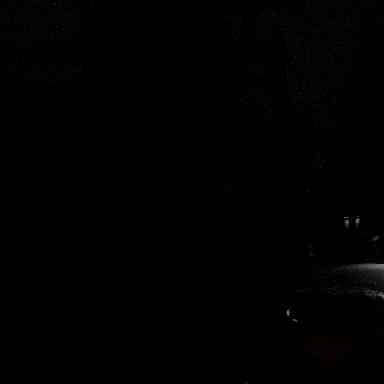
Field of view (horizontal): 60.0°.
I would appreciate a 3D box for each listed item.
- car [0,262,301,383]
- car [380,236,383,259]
[{"bbox_3d":[-1.143,1.548,3.391,5.357,1.411,2.033,0,0,-37],"label":"car"},{"bbox_3d":[7.970,1.564,11.379,1.994,1.385,4.181,0,0,43],"label":"car"}]
